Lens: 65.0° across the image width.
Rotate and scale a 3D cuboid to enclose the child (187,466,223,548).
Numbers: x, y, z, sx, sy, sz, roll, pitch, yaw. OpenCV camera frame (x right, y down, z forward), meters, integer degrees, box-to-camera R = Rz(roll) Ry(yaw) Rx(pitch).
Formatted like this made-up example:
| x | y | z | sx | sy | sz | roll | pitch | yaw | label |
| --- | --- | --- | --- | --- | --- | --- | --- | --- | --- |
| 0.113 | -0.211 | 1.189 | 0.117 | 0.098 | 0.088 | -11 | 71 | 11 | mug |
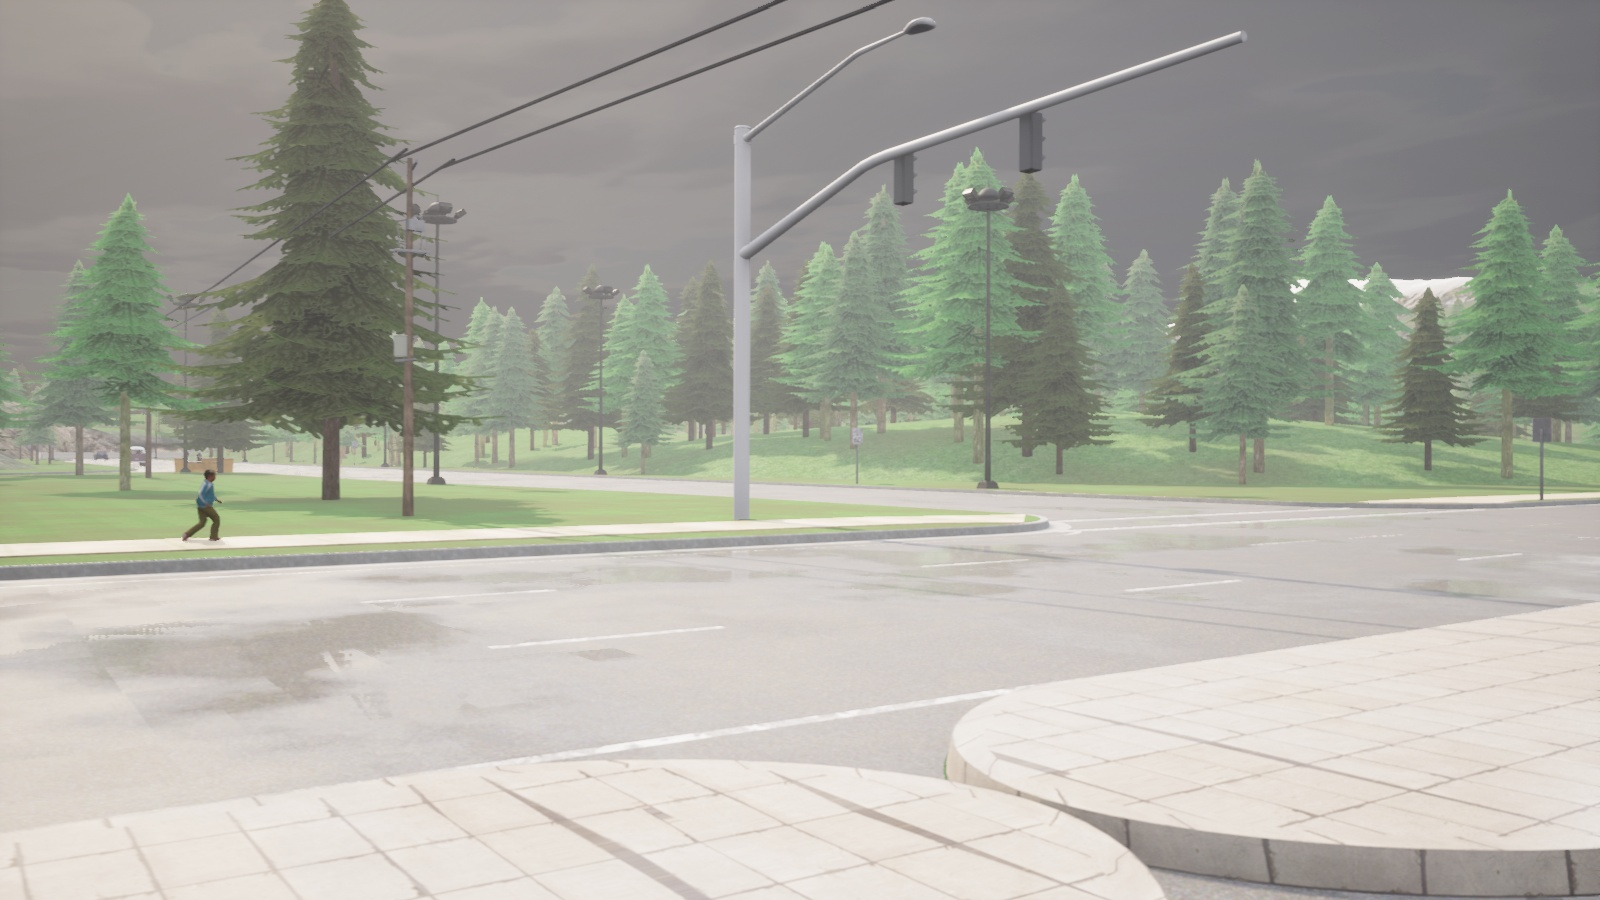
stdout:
| x | y | z | sx | sy | sz | roll | pitch | yaw | label |
| --- | --- | --- | --- | --- | --- | --- | --- | --- | --- |
| -8.778 | 0.835 | 18.533 | 0.448 | 1.192 | 0.343 | 0 | 0 | -32 | child |
